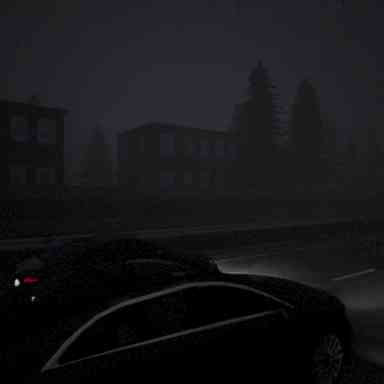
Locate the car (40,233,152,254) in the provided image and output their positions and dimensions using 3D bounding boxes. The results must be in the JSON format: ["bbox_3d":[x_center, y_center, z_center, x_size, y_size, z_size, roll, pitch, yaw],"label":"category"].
[{"bbox_3d":[-1.440,1.579,7.017,4.181,1.385,1.994,0,0,-35],"label":"car"}]

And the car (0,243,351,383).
[{"bbox_3d":[-0.201,1.501,3.602,4.902,1.511,2.128,0,0,-35],"label":"car"}]
